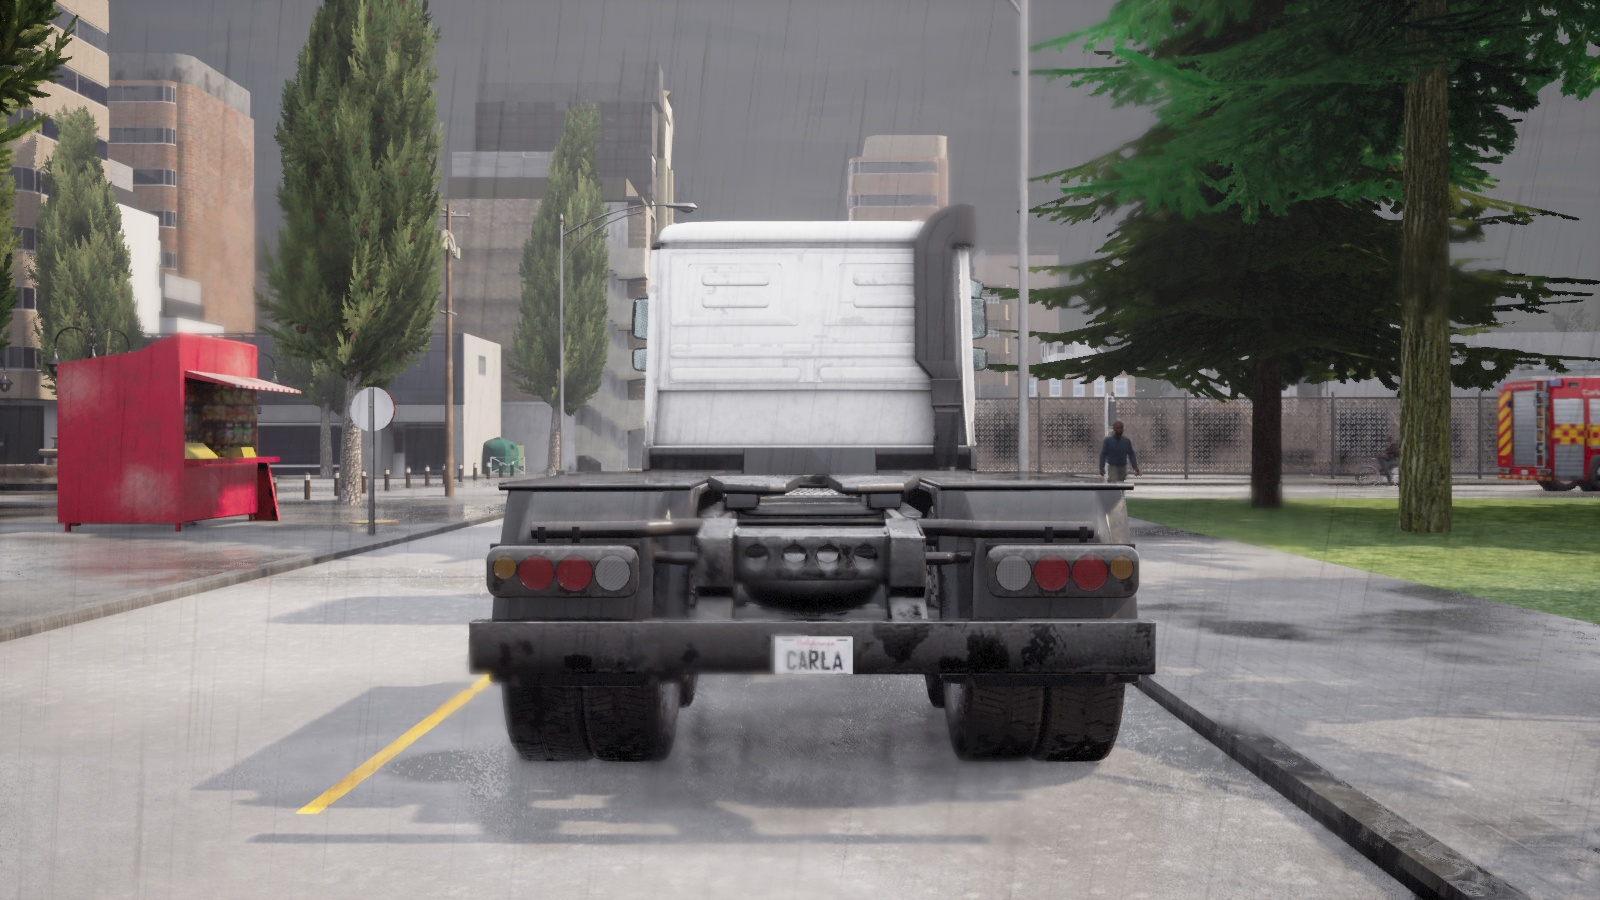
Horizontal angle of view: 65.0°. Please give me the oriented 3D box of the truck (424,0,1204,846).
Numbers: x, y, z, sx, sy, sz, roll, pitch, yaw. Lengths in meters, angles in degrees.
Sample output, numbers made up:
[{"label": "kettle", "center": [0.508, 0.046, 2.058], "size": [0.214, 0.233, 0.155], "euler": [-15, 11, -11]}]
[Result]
[{"label": "truck", "center": [0.072, -0.284, 8.629], "size": [2.891, 3.462, 7.936], "euler": [0, 0, 0]}]

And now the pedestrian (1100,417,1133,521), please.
[{"label": "pedestrian", "center": [5.675, 0.333, 22.552], "size": [0.370, 1.835, 0.726], "euler": [0, 0, -3]}]

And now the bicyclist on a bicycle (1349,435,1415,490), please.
[{"label": "bicyclist on a bicycle", "center": [19.171, 0.399, 41.362], "size": [1.843, 1.776, 0.659], "euler": [0, 0, 0]}]

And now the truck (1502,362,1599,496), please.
[{"label": "truck", "center": [25.901, -0.607, 37.318], "size": [8.468, 3.827, 2.891], "euler": [0, 0, 0]}]
